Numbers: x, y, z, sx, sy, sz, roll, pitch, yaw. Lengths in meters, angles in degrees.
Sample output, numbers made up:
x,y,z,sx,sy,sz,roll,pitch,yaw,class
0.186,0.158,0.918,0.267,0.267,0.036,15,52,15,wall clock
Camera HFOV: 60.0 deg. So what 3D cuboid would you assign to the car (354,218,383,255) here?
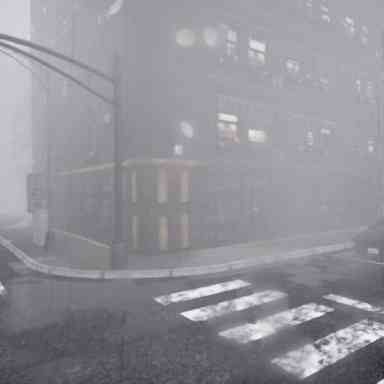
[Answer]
x,y,z,sx,sy,sz,roll,pitch,yaw,class
7.625,1.526,11.998,4.313,1.339,1.947,0,0,-35,car
